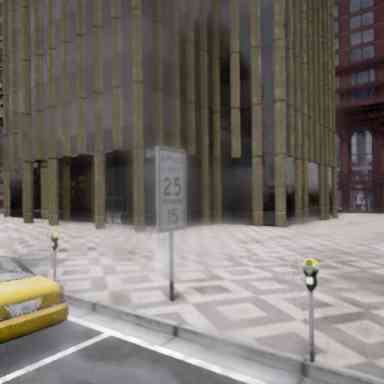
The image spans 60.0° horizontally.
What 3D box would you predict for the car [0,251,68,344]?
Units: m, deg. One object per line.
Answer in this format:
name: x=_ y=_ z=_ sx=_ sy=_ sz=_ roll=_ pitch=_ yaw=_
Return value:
car: x=-4.201 y=1.595 z=5.963 sx=4.829 sy=1.417 sz=1.752 roll=-1 pitch=-1 yaw=35
